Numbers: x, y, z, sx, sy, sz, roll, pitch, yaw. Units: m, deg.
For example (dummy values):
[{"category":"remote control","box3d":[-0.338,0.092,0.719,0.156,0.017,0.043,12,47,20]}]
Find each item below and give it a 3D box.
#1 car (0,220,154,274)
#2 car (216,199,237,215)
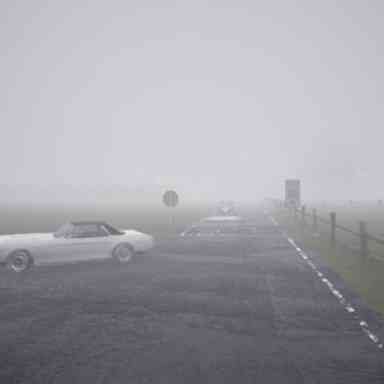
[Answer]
[{"category":"car","box3d":[-3.733,1.594,10.546,4.718,1.301,1.895,0,0,-27]},{"category":"car","box3d":[3.641,1.541,34.427,2.128,1.511,4.902,0,0,10]}]
